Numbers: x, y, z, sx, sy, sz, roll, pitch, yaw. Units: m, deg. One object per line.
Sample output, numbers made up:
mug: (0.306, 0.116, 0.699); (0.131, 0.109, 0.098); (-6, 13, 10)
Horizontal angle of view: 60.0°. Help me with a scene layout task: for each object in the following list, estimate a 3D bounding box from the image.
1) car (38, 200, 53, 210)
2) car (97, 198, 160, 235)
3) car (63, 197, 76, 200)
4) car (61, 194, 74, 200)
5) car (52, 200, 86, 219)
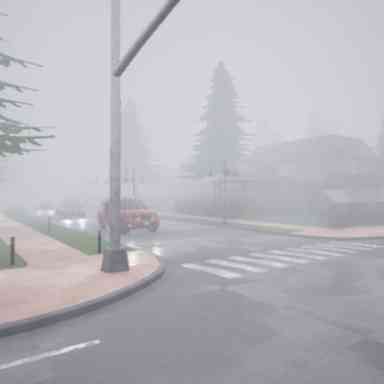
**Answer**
car: (-20.613, 1.781, 46.880); (1.895, 1.301, 4.718); (0, 0, -25)
car: (-4.110, 1.400, 20.756); (2.150, 2.045, 5.566); (0, 0, -35)
car: (-16.813, 1.751, 47.453); (1.994, 1.385, 4.181); (0, 0, -26)
car: (-21.016, 1.412, 56.534); (2.150, 2.045, 5.566); (0, 0, -21)
car: (-11.368, 1.741, 31.168); (1.994, 1.385, 4.181); (0, 0, -34)
